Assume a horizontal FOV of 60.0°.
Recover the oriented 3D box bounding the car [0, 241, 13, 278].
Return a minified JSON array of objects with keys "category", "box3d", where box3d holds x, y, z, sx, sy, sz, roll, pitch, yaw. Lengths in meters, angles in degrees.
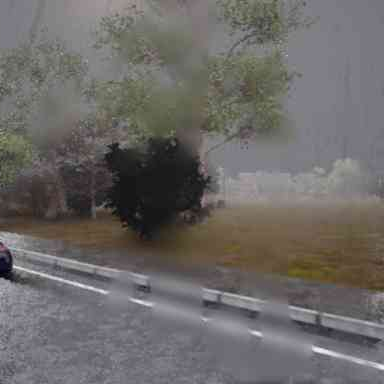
[{"category":"car","box3d":[-6.676,1.567,9.031,4.181,1.385,1.994,0,0,37]}]
